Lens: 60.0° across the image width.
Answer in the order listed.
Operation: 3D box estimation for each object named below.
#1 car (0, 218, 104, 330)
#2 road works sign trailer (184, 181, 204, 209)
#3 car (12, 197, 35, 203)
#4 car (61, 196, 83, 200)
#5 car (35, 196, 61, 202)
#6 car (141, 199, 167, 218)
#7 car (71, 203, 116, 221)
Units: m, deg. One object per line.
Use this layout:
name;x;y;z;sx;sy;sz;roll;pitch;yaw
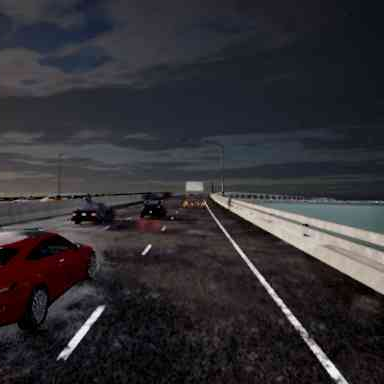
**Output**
car;-3.386;1.500;6.714;1.812;1.442;4.674;0;0;0
road works sign trailer;0.316;0.301;41.720;2.380;3.560;2.880;0;0;1
car;-24.130;1.415;48.447;1.895;1.301;4.718;0;0;1
car;-17.117;1.335;49.073;1.812;1.442;4.674;0;0;1
car;-20.616;1.288;49.114;1.882;1.535;5.008;0;0;1
car;-3.240;1.381;28.851;2.128;1.511;4.902;0;0;1
car;-6.794;1.458;23.452;2.033;1.411;5.357;0;0;0
